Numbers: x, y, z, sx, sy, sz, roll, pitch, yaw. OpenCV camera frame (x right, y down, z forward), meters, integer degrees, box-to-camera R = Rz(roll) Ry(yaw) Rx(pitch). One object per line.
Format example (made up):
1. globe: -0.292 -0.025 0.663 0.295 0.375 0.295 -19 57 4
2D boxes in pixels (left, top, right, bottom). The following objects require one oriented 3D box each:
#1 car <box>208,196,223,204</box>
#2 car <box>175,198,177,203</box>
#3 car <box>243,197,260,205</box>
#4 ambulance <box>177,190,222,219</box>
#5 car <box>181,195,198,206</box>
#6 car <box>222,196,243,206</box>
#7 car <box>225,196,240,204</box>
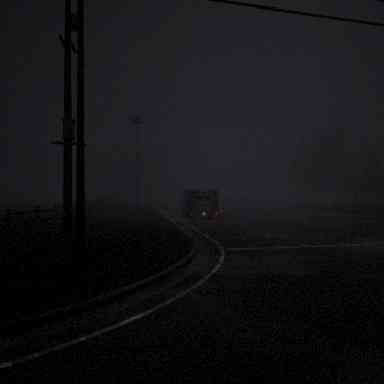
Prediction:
1. car: 4.709 1.505 66.827 1.837 1.490 4.892 0 0 -10
2. car: -2.193 1.547 65.661 2.033 1.411 5.357 0 0 -10
3. car: 9.918 1.547 57.018 2.033 1.411 5.357 0 0 -10
4. ambulance: 0.441 1.031 29.090 2.351 2.431 6.366 0 0 -10
5. car: -0.516 1.352 55.745 2.097 1.767 4.553 0 0 -10
6. car: 6.467 1.547 56.433 2.033 1.411 5.357 0 0 -10
7. car: 8.160 1.526 67.410 1.812 1.442 4.674 0 0 -10
